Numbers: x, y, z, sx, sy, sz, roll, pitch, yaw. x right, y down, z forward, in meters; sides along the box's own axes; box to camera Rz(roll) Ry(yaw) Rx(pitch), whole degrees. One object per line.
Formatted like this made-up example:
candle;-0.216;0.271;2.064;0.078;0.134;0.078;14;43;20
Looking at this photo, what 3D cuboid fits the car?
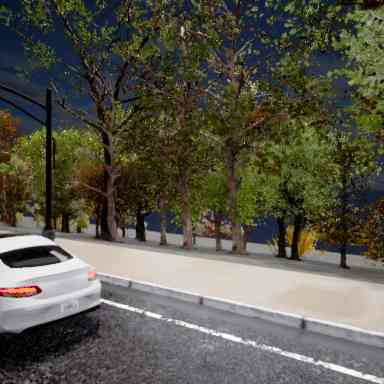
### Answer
car;-3.626;1.523;6.274;4.674;1.442;1.812;-1;0;37
